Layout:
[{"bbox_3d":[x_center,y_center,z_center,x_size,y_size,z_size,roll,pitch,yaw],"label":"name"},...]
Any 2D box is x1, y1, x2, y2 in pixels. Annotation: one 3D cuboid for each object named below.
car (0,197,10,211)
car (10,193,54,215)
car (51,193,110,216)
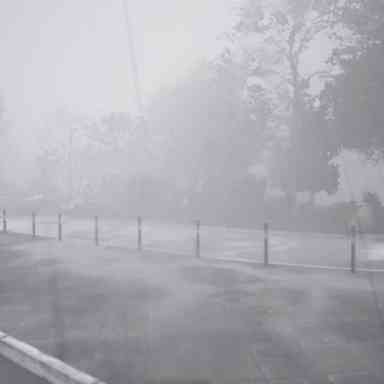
[{"bbox_3d":[-16.489,1.330,34.329,2.231,1.521,4.892,0,0,35],"label":"car"},{"bbox_3d":[-14.284,1.084,32.770,2.435,2.045,5.566,0,0,35],"label":"car"},{"bbox_3d":[-9.543,1.214,29.464,2.185,1.767,4.553,1,1,34],"label":"car"}]
